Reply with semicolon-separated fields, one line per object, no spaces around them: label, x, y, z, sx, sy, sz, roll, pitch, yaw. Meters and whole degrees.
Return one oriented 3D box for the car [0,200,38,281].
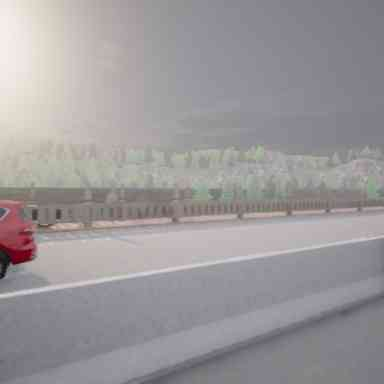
car;-6.689;1.227;7.831;5.566;2.045;2.150;0;0;-35
